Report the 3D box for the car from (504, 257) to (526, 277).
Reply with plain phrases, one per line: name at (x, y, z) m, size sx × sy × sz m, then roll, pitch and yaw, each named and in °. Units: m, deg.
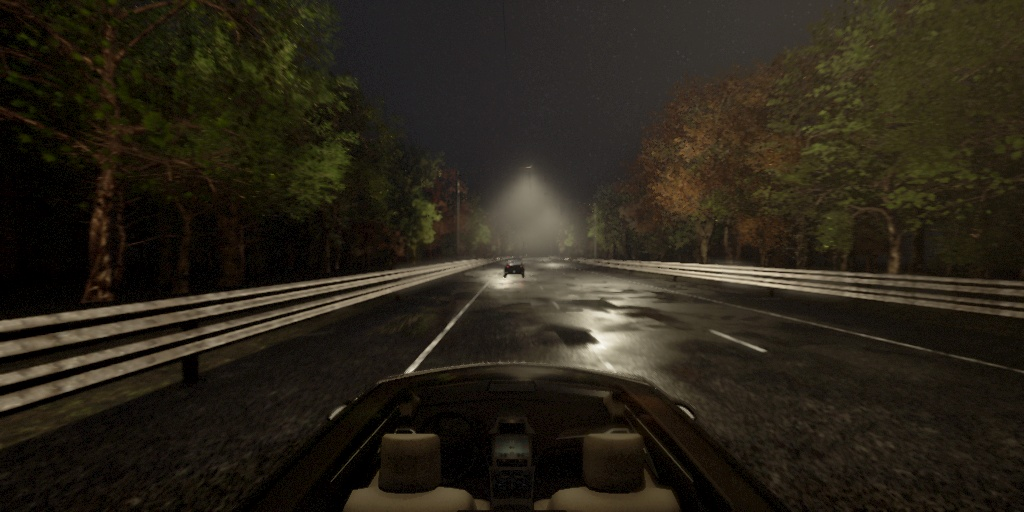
car at (0.236, 1.134, 33.202) m, size 2.128 × 1.511 × 4.902 m, roll 0°, pitch 0°, yaw 1°
